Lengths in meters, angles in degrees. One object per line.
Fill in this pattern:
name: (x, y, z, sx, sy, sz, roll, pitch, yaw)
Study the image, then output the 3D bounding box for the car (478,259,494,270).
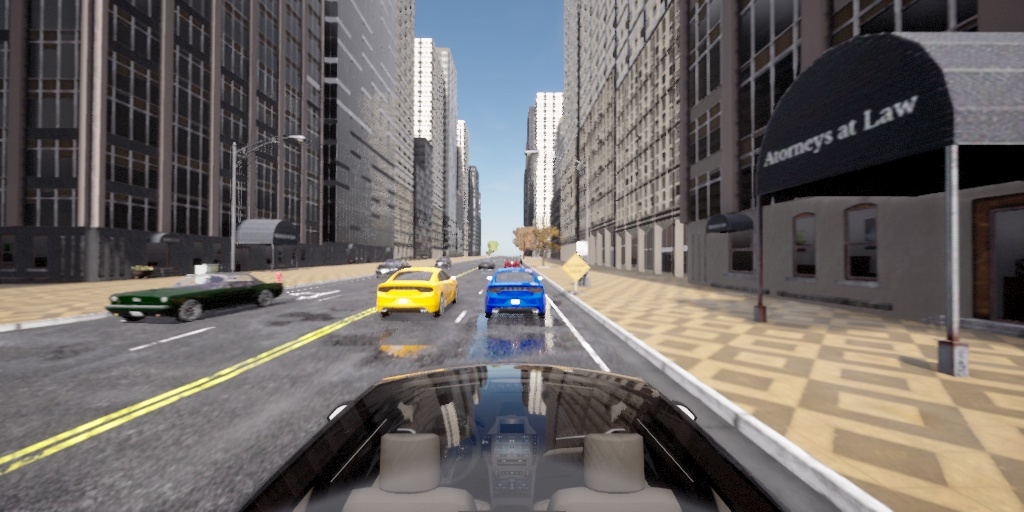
car: (-3.239, 1.049, 45.806, 1.994, 1.385, 4.181, 0, 0, 0)

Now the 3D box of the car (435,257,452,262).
car: (-9.739, 0.921, 51.156, 2.128, 1.511, 4.902, 0, 0, 0)

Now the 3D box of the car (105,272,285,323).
car: (-9.971, 1.236, 11.846, 1.895, 1.301, 4.718, 0, 0, 3)

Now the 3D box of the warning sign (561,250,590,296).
warning sign: (2.853, 0.794, 15.990, 1.300, 1.860, 1.060, 0, 0, 0)

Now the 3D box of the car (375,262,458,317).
car: (-3.148, 1.141, 12.827, 1.882, 1.535, 5.008, 0, 0, 0)

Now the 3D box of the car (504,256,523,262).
car: (0.012, 0.854, 45.774, 2.097, 1.767, 4.553, 0, 0, 0)

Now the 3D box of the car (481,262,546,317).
car: (0.105, 1.159, 12.822, 1.882, 1.535, 5.008, 0, 0, 0)

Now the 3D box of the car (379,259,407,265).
car: (-9.836, 1.028, 30.011, 2.128, 1.511, 4.902, 0, 0, 0)
